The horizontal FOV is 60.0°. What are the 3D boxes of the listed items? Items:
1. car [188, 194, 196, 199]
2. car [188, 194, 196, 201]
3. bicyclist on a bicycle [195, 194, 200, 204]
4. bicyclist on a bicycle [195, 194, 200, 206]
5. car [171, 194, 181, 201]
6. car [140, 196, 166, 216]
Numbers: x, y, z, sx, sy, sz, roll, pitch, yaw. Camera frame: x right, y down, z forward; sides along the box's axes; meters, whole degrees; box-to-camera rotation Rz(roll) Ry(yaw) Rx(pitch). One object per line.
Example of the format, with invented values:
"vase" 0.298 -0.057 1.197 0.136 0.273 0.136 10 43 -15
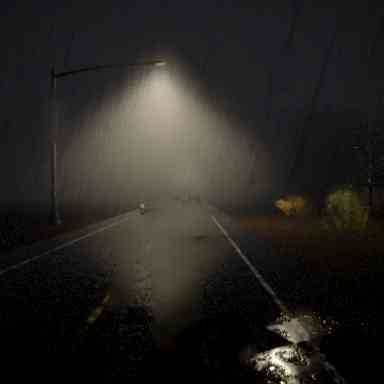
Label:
"car" 0.021 1.136 88.979 1.994 1.385 4.181 0 0 0
"car" 0.018 1.200 76.063 1.882 1.535 5.008 0 0 0
"bicyclist on a bicycle" 0.955 1.223 58.436 0.866 1.612 1.509 0 0 0
"bicyclist on a bicycle" 0.975 1.275 48.735 0.582 1.620 1.656 0 0 0
"car" -3.482 1.251 73.205 1.812 1.442 4.674 0 0 0
"car" -3.589 1.237 31.257 2.097 1.767 4.553 0 0 0
